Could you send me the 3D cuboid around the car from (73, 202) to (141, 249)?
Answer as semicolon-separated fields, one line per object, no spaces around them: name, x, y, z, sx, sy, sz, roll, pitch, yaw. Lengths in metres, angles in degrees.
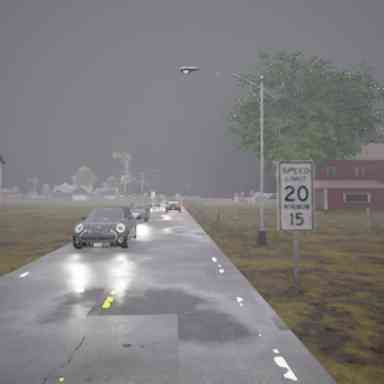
car;-3.684;1.410;14.784;2.097;1.767;4.553;0;0;-3

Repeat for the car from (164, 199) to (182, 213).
car;-2.279;1.726;40.208;1.812;1.442;4.674;0;0;-3

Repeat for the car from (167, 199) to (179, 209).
car;-2.909;1.812;50.394;1.812;1.442;4.674;0;-1;-4

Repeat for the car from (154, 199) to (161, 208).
car;-5.988;1.802;52.633;2.128;1.511;4.902;0;-1;-3

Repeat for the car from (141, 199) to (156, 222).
car;-4.435;1.613;27.433;2.128;1.511;4.902;0;0;-3
